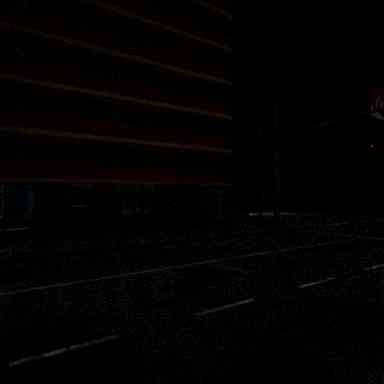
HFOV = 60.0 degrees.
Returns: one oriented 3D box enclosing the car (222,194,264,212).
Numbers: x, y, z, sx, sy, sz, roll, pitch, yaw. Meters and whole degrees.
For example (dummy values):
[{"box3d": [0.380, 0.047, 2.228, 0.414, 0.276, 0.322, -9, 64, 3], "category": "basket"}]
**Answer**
[{"box3d": [5.776, 1.222, 38.618, 2.150, 2.045, 5.566, 0, 0, -37], "category": "car"}]
